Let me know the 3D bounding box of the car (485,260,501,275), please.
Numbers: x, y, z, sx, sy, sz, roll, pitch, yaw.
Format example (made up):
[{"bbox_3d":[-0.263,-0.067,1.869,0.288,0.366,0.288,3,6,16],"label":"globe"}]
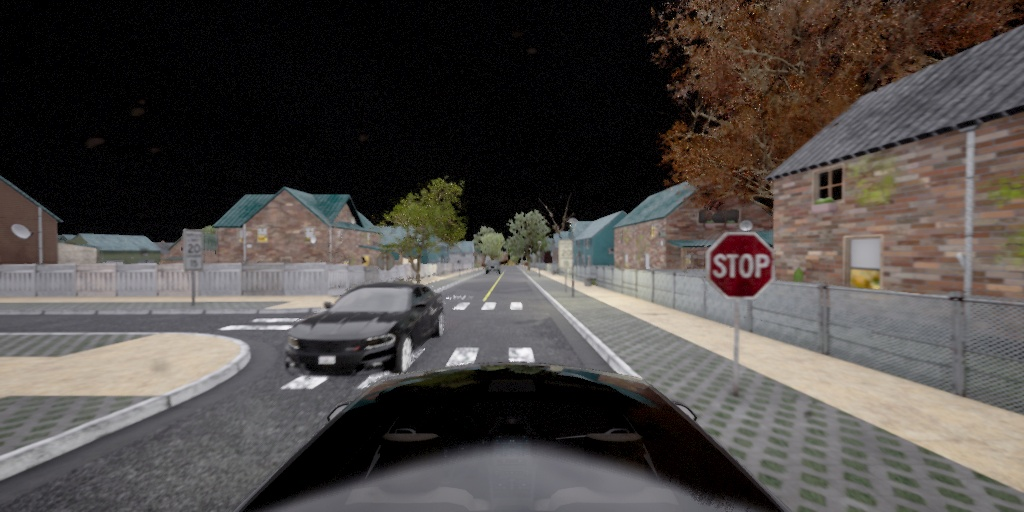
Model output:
[{"bbox_3d":[-2.781,1.612,53.474,2.150,2.045,5.566,0,-1,0],"label":"car"}]

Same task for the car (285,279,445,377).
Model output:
[{"bbox_3d":[-2.755,1.313,7.839,1.882,1.535,5.008,0,-1,0],"label":"car"}]
